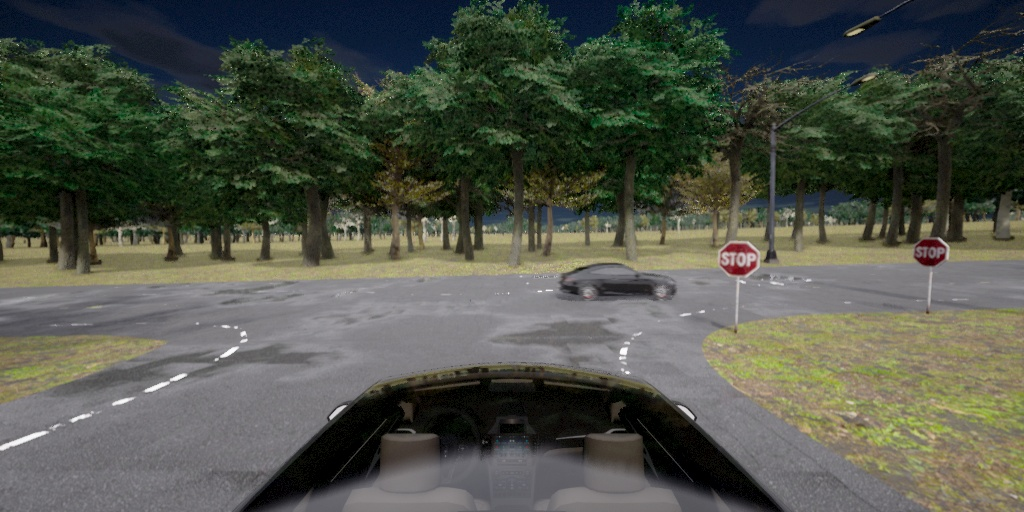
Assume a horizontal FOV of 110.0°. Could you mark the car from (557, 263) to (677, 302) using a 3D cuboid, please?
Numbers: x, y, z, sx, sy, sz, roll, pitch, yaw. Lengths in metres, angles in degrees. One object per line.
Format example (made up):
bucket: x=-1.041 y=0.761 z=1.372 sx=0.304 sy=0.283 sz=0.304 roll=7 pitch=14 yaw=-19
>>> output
car: x=4.190 y=1.005 z=14.568 sx=4.674 sy=1.442 sz=1.812 roll=0 pitch=3 yaw=0
